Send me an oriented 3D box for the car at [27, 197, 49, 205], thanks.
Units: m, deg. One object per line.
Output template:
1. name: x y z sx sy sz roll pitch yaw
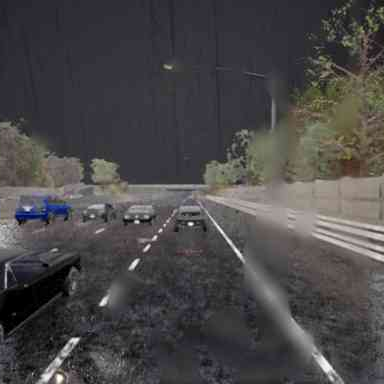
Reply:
1. car: -28.198 1.588 60.952 1.994 1.385 4.181 0 0 0

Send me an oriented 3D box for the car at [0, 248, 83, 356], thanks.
1. car: -3.432 1.599 5.591 1.895 1.301 4.718 0 0 0

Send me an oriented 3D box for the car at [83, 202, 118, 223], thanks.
1. car: -6.992 1.521 25.628 1.812 1.442 4.674 0 0 0

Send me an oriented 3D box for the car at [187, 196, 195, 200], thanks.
1. car: -0.237 1.586 75.312 1.812 1.442 4.674 0 0 0

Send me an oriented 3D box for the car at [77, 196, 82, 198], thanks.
1. car: -21.208 1.510 60.831 1.882 1.535 5.008 0 0 0

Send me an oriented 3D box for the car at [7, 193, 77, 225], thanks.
1. car: -10.486 1.218 23.888 2.150 2.045 5.566 0 0 0

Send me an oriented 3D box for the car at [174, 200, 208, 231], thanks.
1. car: -0.077 1.500 20.647 1.837 1.490 4.892 0 0 0

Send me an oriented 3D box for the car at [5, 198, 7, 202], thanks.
1. car: -31.694 1.255 60.757 2.150 2.045 5.566 0 0 0

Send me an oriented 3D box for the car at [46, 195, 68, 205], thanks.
1. car: -24.701 1.389 61.115 2.097 1.767 4.553 0 0 0

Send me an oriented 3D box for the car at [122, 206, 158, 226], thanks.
1. car: -3.480 1.596 23.181 1.895 1.301 4.718 0 0 0
